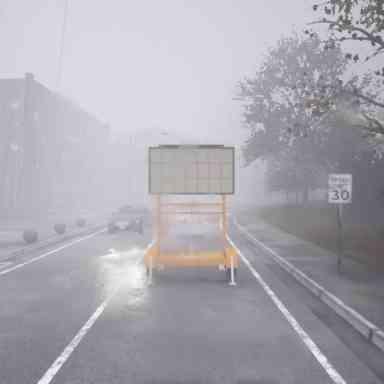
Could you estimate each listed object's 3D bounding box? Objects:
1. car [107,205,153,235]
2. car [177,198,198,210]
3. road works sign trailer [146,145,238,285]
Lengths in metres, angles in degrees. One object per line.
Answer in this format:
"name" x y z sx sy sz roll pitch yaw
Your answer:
"car" -3.420 1.497 19.065 2.128 1.511 4.902 0 0 2
"car" -0.517 1.511 43.288 1.812 1.442 4.674 -1 0 15
"road works sign trailer" -0.013 0.467 9.471 2.380 3.560 2.880 0 0 0
